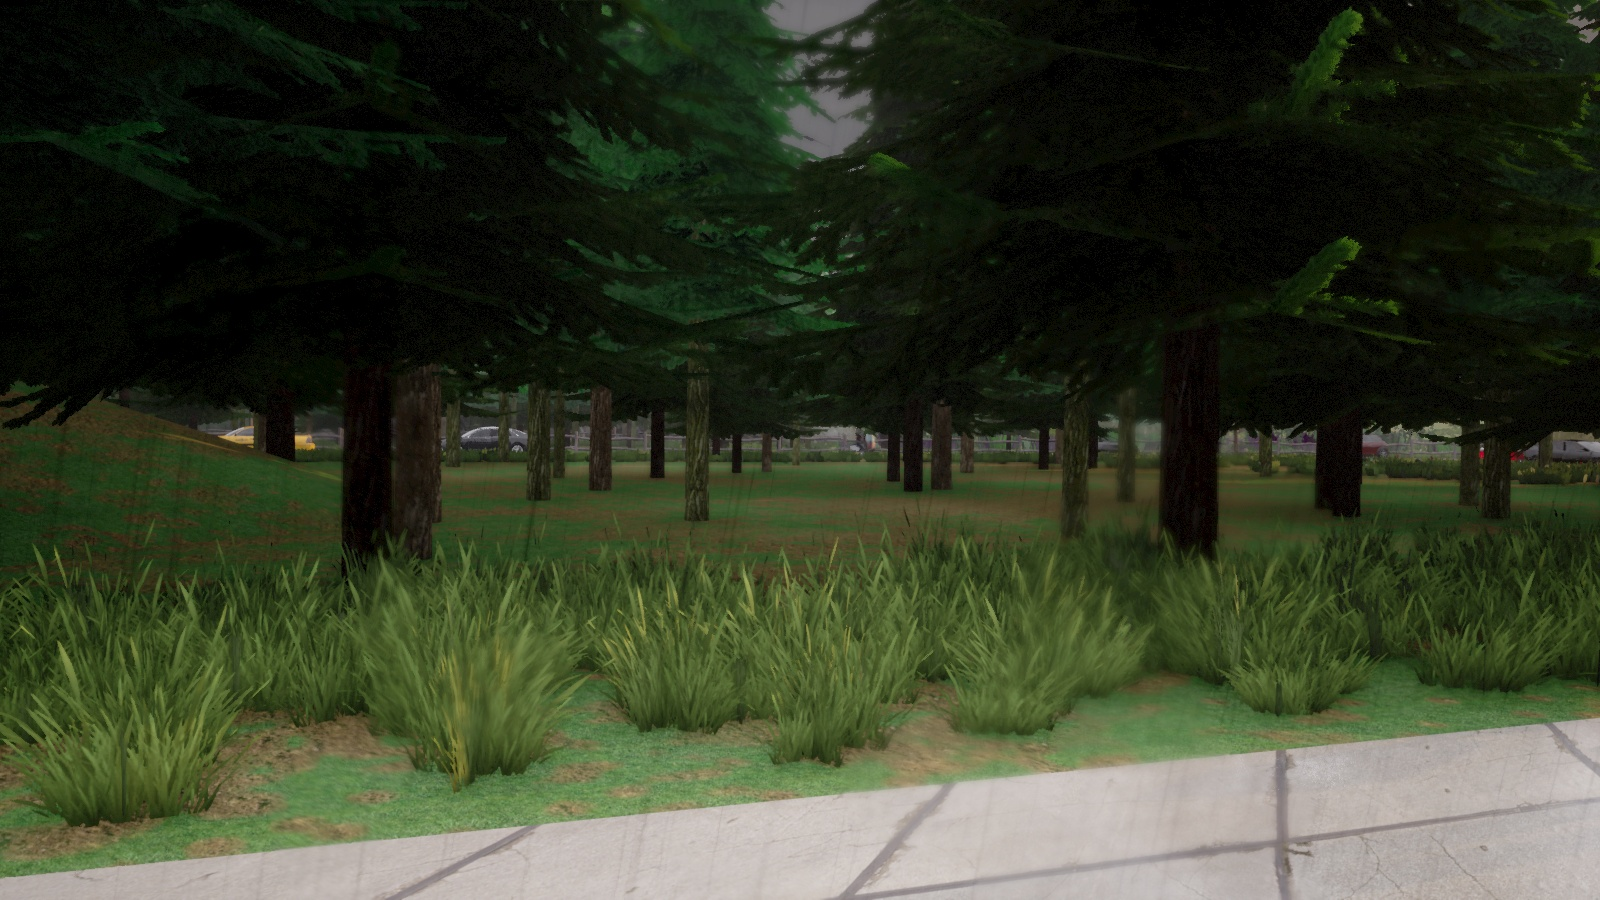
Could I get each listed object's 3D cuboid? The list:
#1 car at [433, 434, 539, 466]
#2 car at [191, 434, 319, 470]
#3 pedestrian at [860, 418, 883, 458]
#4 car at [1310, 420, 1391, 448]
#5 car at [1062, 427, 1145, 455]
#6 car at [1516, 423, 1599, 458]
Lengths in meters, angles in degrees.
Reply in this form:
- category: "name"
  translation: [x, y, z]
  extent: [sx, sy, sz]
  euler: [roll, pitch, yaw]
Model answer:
- category: "car"
  translation: [-15.475, -0.037, 61.913]
  extent: [4.892, 1.490, 1.837]
  euler: [-1, 1, -21]
- category: "car"
  translation: [-25.178, 0.062, 58.221]
  extent: [5.366, 1.575, 1.801]
  euler: [-1, 1, -21]
- category: "pedestrian"
  translation: [3.487, -0.587, 61.414]
  extent: [0.873, 1.952, 0.659]
  euler: [-1, 1, -27]
- category: "car"
  translation: [35.181, -1.037, 80.271]
  extent: [4.553, 1.767, 2.097]
  euler: [-1, 1, -20]
- category: "car"
  translation: [16.977, -0.523, 70.245]
  extent: [4.193, 1.474, 1.816]
  euler: [-1, 1, -19]
- category: "car"
  translation: [34.635, -0.454, 55.591]
  extent: [2.163, 1.488, 4.792]
  euler: [-1, 1, -22]
